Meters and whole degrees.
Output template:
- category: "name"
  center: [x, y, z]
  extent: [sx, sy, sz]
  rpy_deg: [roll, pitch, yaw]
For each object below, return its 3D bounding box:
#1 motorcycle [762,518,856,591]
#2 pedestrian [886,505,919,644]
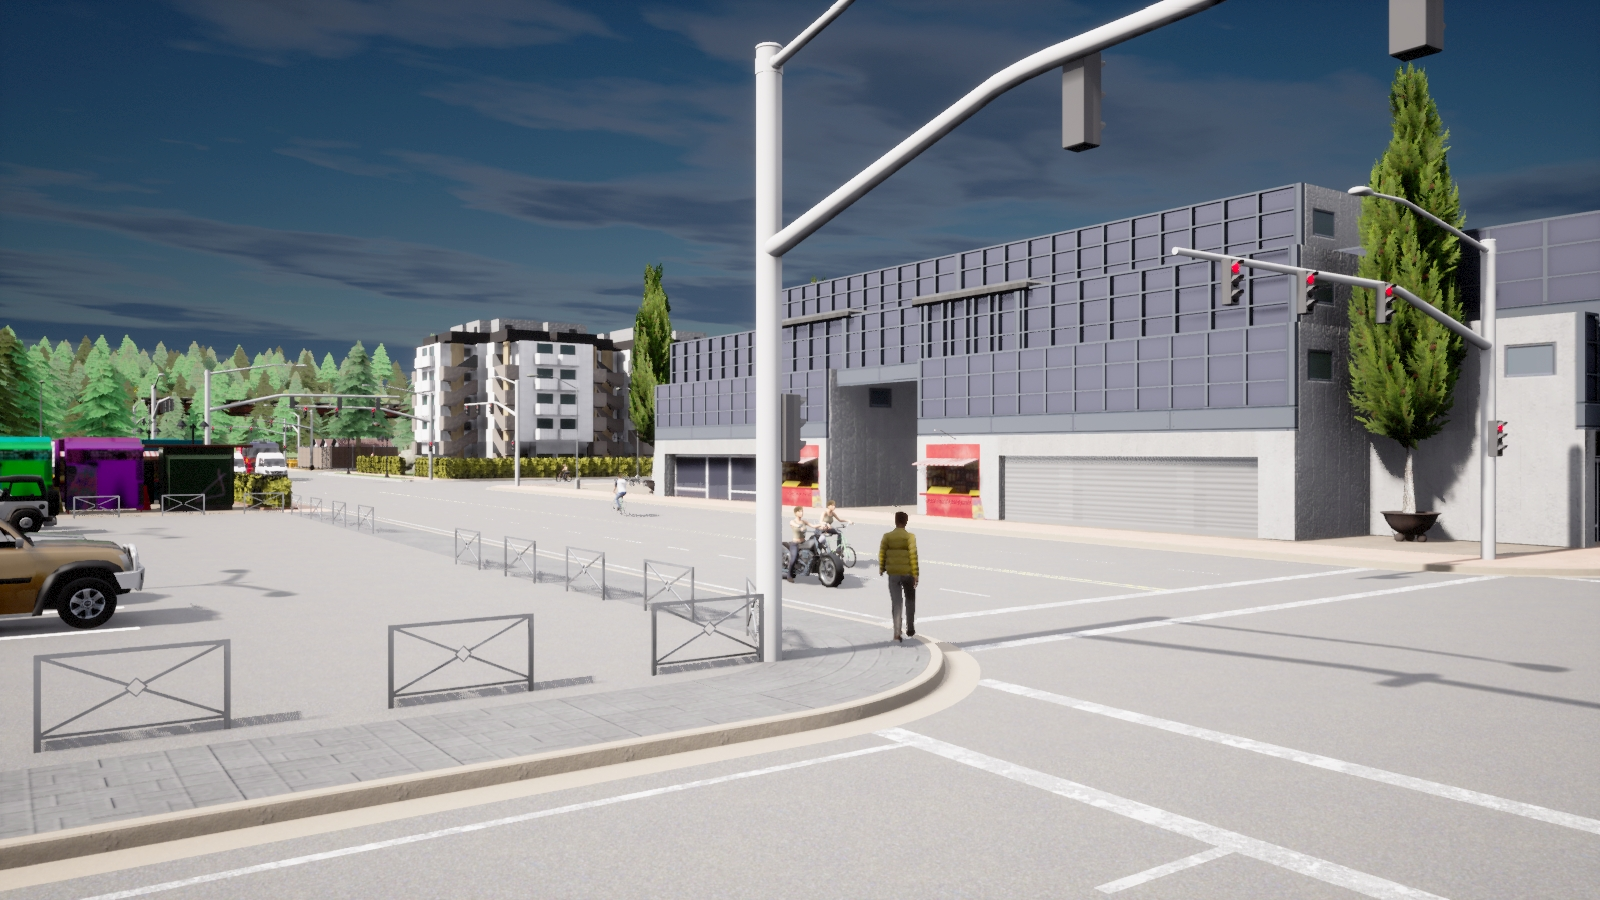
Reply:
- category: "motorcycle"
  center: [0.165, 2.155, 23.900]
  extent: [0.764, 1.307, 2.356]
  rpy_deg: [0, 0, -34]
- category: "pedestrian"
  center: [1.412, 1.696, 15.675]
  extent: [0.375, 1.860, 0.375]
  rpy_deg: [0, 0, 18]
